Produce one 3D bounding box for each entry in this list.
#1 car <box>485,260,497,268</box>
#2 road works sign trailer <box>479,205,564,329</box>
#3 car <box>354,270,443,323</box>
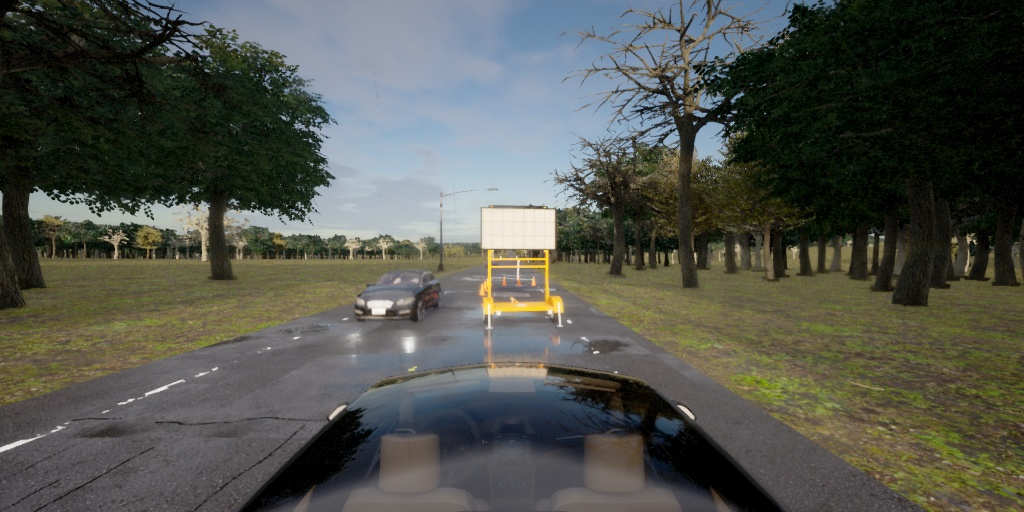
[{"bbox_3d":[-3.583,1.318,60.702,1.837,1.490,4.892,0,0,0],"label":"car"},{"bbox_3d":[0.181,0.212,11.368,2.380,3.560,2.880,0,0,-8],"label":"road works sign trailer"},{"bbox_3d":[-3.615,1.239,12.185,2.128,1.511,4.902,0,0,0],"label":"car"}]
